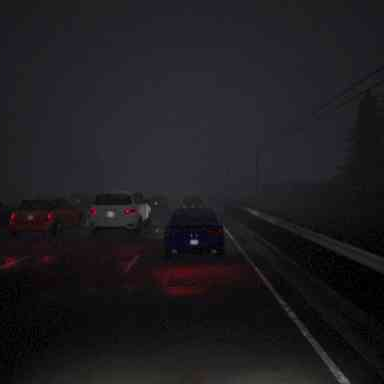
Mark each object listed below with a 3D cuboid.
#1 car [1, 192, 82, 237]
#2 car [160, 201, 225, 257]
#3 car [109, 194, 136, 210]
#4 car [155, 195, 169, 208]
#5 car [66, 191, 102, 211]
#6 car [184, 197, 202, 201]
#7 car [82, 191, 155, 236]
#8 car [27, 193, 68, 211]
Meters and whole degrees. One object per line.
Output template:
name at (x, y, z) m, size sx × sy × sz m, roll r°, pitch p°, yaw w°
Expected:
car at (-6.913, 1.080, 16.377) m, size 2.097 × 1.767 × 4.553 m, roll 0°, pitch 1°, yaw 0°
car at (0.077, 1.278, 12.068) m, size 1.882 × 1.535 × 5.008 m, roll 0°, pitch 0°, yaw 0°
car at (-6.923, 0.970, 33.733) m, size 1.812 × 1.442 × 4.674 m, roll 0°, pitch 1°, yaw 0°
car at (-3.414, 1.011, 33.580) m, size 1.994 × 1.385 × 4.181 m, roll 0°, pitch 1°, yaw 0°
car at (-10.416, 0.817, 32.467) m, size 2.097 × 1.767 × 4.553 m, roll 0°, pitch 1°, yaw 0°
car at (0.074, 1.092, 27.649) m, size 2.033 × 1.411 × 5.357 m, roll 0°, pitch 1°, yaw 0°
car at (-3.409, 0.947, 16.620) m, size 2.150 × 2.045 × 5.566 m, roll 0°, pitch 1°, yaw 0°
car at (-14.060, 0.952, 32.728) m, size 2.128 × 1.511 × 4.902 m, roll 0°, pitch 1°, yaw -3°
